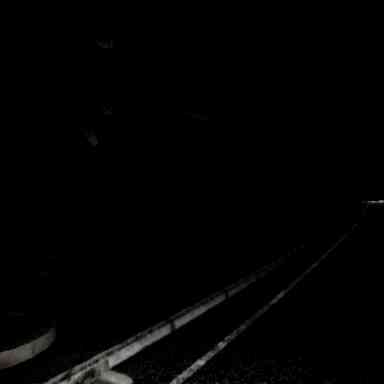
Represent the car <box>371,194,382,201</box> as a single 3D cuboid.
[{"bbox_3d":[41.166,1.203,74.112,1.812,1.442,4.674,-2,1,29],"label":"car"}]
